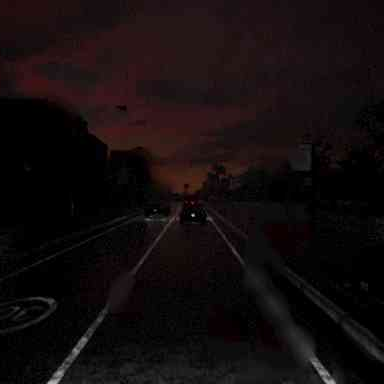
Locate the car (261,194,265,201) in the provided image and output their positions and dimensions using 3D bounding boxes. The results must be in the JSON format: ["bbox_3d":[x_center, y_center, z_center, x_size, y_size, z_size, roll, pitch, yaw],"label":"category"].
[{"bbox_3d":[18.623,1.704,74.566,4.674,1.452,2.002,0,0,0],"label":"car"}]

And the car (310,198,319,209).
[{"bbox_3d":[18.663,1.565,43.784,4.892,1.521,2.231,0,0,0],"label":"car"}]

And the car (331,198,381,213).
[{"bbox_3d":[18.667,1.584,37.362,4.674,1.452,2.002,0,0,0],"label":"car"}]

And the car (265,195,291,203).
[{"bbox_3d":[18.696,1.527,71.396,4.553,1.767,2.185,0,0,0],"label":"car"}]

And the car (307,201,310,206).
[{"bbox_3d":[18.665,1.615,47.060,4.674,1.452,2.002,0,0,0],"label":"car"}]

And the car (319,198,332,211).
[{"bbox_3d":[18.675,1.554,40.511,5.008,1.535,2.097,0,0,0],"label":"car"}]

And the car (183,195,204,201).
[{"bbox_3d":[0.066,1.334,41.666,2.150,2.045,5.566,0,0,0],"label":"car"}]

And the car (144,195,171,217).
[{"bbox_3d":[-3.277,1.299,32.457,2.150,2.045,5.566,0,0,0],"label":"car"}]

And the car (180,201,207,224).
[{"bbox_3d":[0.078,1.617,25.534,1.994,1.385,4.181,0,0,0],"label":"car"}]

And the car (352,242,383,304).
[{"bbox_3d":[5.587,1.463,6.110,4.892,1.521,2.231,0,0,0],"label":"car"}]
